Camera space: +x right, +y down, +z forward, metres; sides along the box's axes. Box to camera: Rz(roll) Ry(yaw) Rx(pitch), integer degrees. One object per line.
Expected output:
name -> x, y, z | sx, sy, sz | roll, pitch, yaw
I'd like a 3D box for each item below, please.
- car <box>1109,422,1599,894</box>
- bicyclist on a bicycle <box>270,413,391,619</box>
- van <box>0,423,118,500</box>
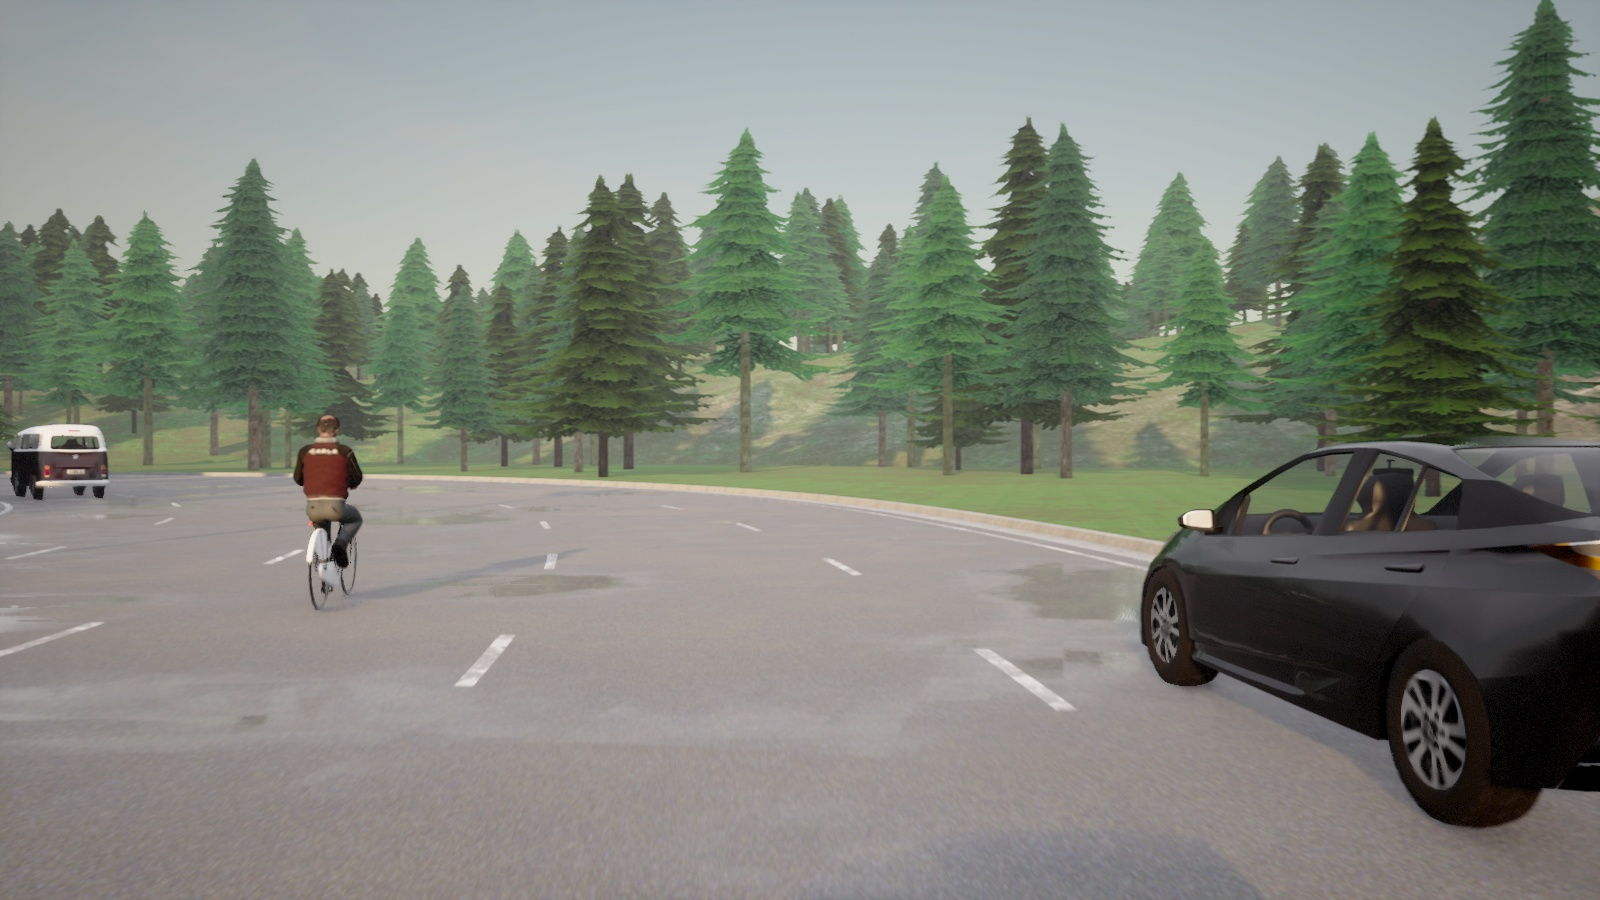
car -> 3.254, 0.663, 6.374 | 2.007, 1.525, 4.514 | 0, 0, -4
bicyclist on a bicycle -> -4.358, 0.559, 11.781 | 0.659, 1.776, 1.843 | 0, 1, -8
van -> -20.980, 0.294, 35.489 | 2.069, 2.038, 4.480 | 0, 0, -41
